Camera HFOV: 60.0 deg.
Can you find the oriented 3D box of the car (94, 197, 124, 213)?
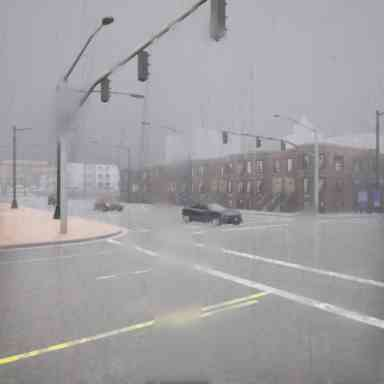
[{"bbox_3d":[-9.473,1.347,37.697,2.097,1.767,4.553,0,0,-36],"label":"car"}]

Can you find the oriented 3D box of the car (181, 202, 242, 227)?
[{"bbox_3d":[1.261,1.473,22.872,1.882,1.535,5.008,0,0,-37],"label":"car"}]

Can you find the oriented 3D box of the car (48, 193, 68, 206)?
[{"bbox_3d":[-22.860,1.211,56.486,2.150,2.045,5.566,0,0,-36],"label":"car"}]
